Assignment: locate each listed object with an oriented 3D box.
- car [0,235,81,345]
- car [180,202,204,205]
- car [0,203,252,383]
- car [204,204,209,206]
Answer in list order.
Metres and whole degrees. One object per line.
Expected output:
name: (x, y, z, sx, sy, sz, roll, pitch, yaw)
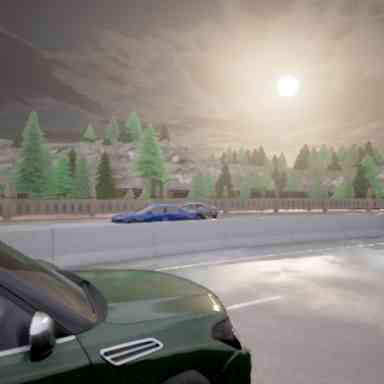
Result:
car: (-4.298, 1.564, 4.887, 4.718, 1.301, 1.895, 0, 0, -36)
car: (-2.074, 1.434, 18.923, 5.008, 1.535, 1.882, 0, 0, -29)
car: (-2.107, 1.203, 2.168, 5.566, 2.045, 2.150, 0, 0, -36)
car: (-0.490, 1.457, 23.772, 4.902, 1.511, 2.128, 0, 0, -27)
